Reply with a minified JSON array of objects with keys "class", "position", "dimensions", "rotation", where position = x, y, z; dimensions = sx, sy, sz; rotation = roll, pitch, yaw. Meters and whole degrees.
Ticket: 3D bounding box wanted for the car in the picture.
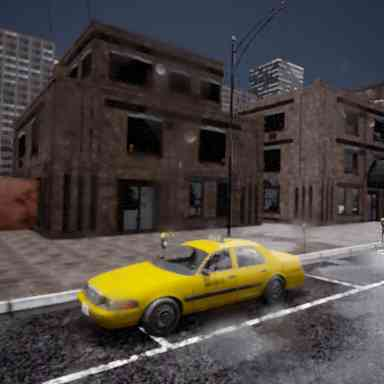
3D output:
[{"class":"car","position":[0.271,1.570,6.696],"dimensions":[4.829,1.417,1.752],"rotation":[1,1,-35]}]
